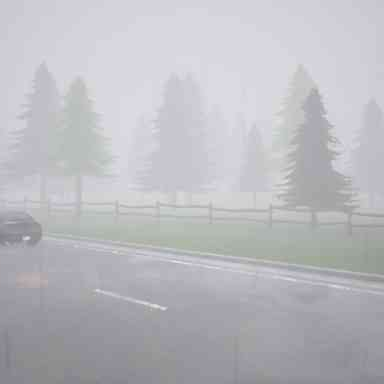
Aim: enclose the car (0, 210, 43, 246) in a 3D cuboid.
[{"bbox_3d":[-8.269,1.514,14.066,4.892,1.490,1.837,0,0,36],"label":"car"}]
